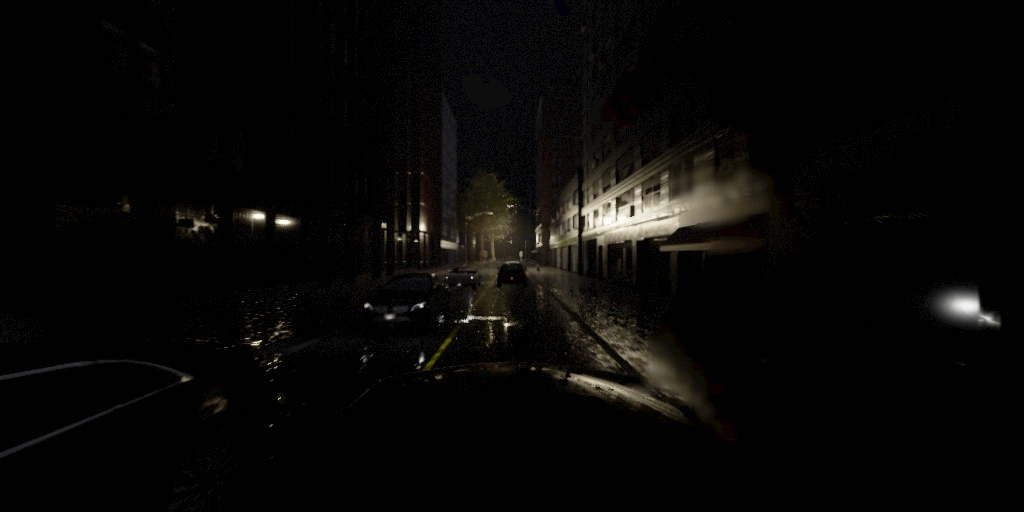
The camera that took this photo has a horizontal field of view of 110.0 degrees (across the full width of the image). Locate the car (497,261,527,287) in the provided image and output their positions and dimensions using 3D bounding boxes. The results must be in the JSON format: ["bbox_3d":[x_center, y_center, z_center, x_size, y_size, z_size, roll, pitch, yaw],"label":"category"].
[{"bbox_3d":[0.017,1.198,24.396,1.882,1.535,5.008,0,0,1],"label":"car"}]

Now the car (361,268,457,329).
[{"bbox_3d":[-3.089,1.264,11.372,1.812,1.442,4.674,0,0,0],"label":"car"}]

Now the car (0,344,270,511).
[{"bbox_3d":[-3.099,1.243,1.189,2.128,1.511,4.902,0,0,0],"label":"car"}]

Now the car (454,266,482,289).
[{"bbox_3d":[-3.005,1.324,22.699,1.895,1.301,4.718,0,0,0],"label":"car"}]
